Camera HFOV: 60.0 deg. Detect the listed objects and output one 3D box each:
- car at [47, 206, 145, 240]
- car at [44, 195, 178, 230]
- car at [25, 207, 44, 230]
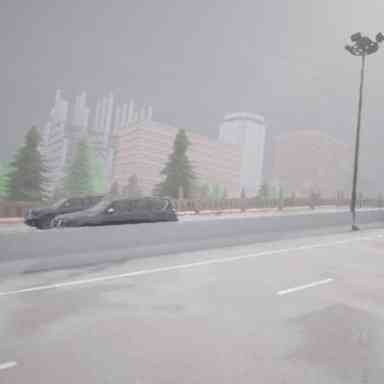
[{"bbox_3d":[-4.993,1.536,17.628,4.674,1.442,1.812,0,0,-36],"label":"car"},{"bbox_3d":[-3.196,1.231,14.611,5.566,2.045,2.150,0,0,-36],"label":"car"},{"bbox_3d":[-7.126,1.231,20.406,5.566,2.045,2.150,0,0,-36],"label":"car"}]
